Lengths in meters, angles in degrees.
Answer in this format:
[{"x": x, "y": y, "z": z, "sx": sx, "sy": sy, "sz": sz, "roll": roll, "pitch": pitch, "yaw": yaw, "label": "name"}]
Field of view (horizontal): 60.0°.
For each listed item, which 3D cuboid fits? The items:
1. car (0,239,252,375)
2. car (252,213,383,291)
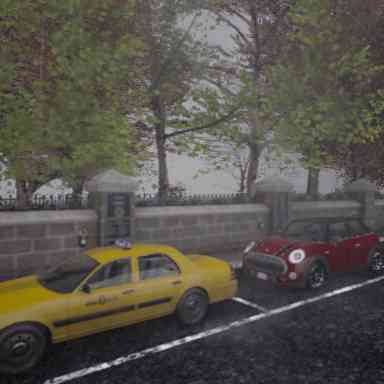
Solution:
[{"x": -1.403, "y": 1.517, "z": 5.552, "sx": 4.829, "sy": 1.417, "sz": 1.752, "roll": 0, "pitch": 0, "yaw": -35, "label": "car"}, {"x": 3.253, "y": 1.407, "z": 8.856, "sx": 4.097, "sy": 1.590, "sz": 1.967, "roll": 0, "pitch": 0, "yaw": -35, "label": "car"}]
